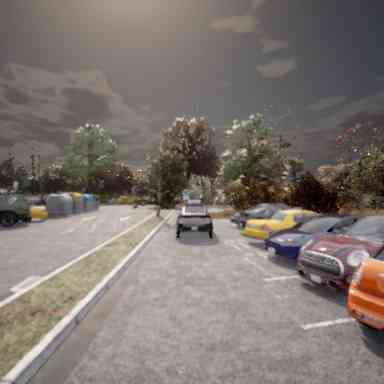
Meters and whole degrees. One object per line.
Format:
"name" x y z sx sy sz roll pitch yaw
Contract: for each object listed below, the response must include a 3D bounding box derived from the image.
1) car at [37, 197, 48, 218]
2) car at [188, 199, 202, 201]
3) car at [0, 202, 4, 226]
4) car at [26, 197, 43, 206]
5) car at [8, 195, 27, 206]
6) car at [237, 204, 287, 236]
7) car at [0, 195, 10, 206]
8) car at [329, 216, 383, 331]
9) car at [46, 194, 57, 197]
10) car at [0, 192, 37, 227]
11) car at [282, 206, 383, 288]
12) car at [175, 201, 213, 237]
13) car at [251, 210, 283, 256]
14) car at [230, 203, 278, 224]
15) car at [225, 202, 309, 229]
"car" -13.442 1.437 24.232 5.366 1.575 1.946 -1 1 -20
"car" 0.301 1.447 33.380 1.837 1.490 4.892 0 0 3
"car" -13.296 1.501 18.256 4.674 1.452 2.002 -1 0 -20
"car" -27.300 1.638 57.862 2.231 1.521 4.892 1 -3 -19
"car" -30.315 1.511 57.874 2.185 1.767 4.553 1 -3 -19
"car" 5.018 1.482 15.012 5.366 1.575 1.946 1 0 -20
"car" -33.352 1.514 57.979 2.185 1.767 4.553 1 -3 -19
"car" 4.803 1.358 5.176 4.553 1.767 2.185 1 0 -20
"car" -24.296 1.386 57.844 2.435 2.045 5.566 1 -3 -19
"car" -13.308 1.201 21.257 5.566 2.045 2.435 -1 0 -20
"car" 4.868 1.359 8.167 4.553 1.767 2.185 1 0 -20
"car" 0.121 1.488 17.881 2.128 1.511 4.902 0 0 0
"car" 4.815 1.512 11.537 4.792 1.488 2.163 1 0 -20
"car" 4.845 1.483 18.336 4.892 1.521 2.231 1 0 -20
"car" 4.862 1.481 21.731 4.892 1.521 2.231 1 0 -20
